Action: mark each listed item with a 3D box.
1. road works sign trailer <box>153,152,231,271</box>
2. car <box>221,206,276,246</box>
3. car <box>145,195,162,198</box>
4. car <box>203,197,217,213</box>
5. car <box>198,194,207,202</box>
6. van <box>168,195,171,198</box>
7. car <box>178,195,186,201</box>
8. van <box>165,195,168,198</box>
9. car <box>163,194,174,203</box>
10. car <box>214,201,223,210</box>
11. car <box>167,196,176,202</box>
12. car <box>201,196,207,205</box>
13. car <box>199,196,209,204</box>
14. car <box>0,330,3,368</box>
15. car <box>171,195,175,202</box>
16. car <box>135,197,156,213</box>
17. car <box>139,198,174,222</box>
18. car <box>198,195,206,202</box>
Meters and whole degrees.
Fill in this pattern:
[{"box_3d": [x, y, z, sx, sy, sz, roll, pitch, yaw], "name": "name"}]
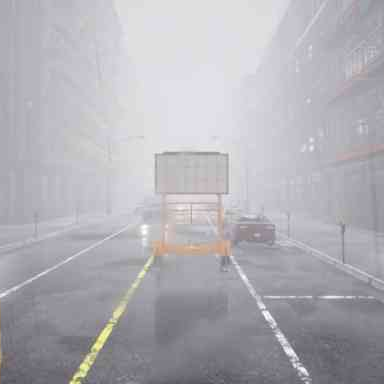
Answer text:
[{"box_3d": [-0.013, 0.475, 10.984, 2.380, 3.560, 2.880, 0, 0, 0], "name": "road works sign trailer"}, {"box_3d": [2.584, 1.563, 15.314, 1.887, 1.381, 4.507, 1, 0, 0], "name": "car"}, {"box_3d": [-5.294, 1.397, 43.030, 2.192, 1.841, 5.009, 2, 0, 0], "name": "car"}, {"box_3d": [2.580, 1.612, 37.436, 1.887, 1.381, 4.507, 1, 0, 0], "name": "car"}, {"box_3d": [2.545, 1.549, 81.684, 2.192, 1.841, 5.009, 1, 0, 0], "name": "car"}, {"box_3d": [-5.298, 1.479, 59.621, 1.690, 1.788, 3.998, 1, 0, 0], "name": "van"}, {"box_3d": [-2.761, 1.655, 91.036, 2.097, 1.767, 4.553, 0, 0, 0], "name": "car"}, {"box_3d": [-5.297, 1.458, 54.089, 1.690, 1.788, 3.998, 2, 0, 0], "name": "van"}, {"box_3d": [-5.300, 1.524, 76.211, 2.192, 1.841, 5.009, 1, 0, 0], "name": "car"}, {"box_3d": [2.583, 1.553, 21.016, 1.752, 1.417, 4.829, 1, 0, 0], "name": "car"}, {"box_3d": [-5.308, 1.828, 87.273, 1.947, 1.339, 4.313, 1, 0, 0], "name": "car"}, {"box_3d": [2.579, 1.633, 42.968, 2.008, 1.369, 4.403, 1, 0, 0], "name": "car"}, {"box_3d": [2.586, 1.624, 70.622, 1.967, 1.590, 4.097, 1, 0, 0], "name": "car"}, {"box_3d": [-2.851, 1.478, 1.294, 1.882, 1.535, 5.008, 0, 0, 0], "name": "car"}, {"box_3d": [-5.299, 1.499, 70.682, 2.192, 1.841, 5.009, 1, 0, 0], "name": "car"}, {"box_3d": [-5.299, 1.592, 37.328, 1.752, 1.417, 4.829, 2, 0, 0], "name": "car"}, {"box_3d": [-2.752, 1.517, 26.720, 1.882, 1.535, 5.008, 0, 0, 0], "name": "car"}, {"box_3d": [2.578, 1.682, 59.560, 1.887, 1.381, 4.507, 1, 0, 0], "name": "car"}]
